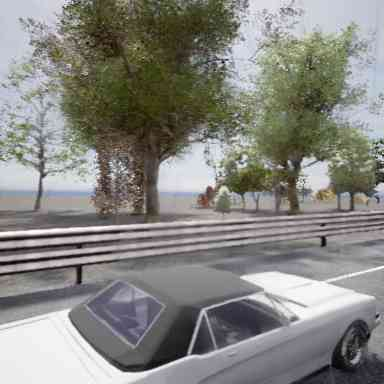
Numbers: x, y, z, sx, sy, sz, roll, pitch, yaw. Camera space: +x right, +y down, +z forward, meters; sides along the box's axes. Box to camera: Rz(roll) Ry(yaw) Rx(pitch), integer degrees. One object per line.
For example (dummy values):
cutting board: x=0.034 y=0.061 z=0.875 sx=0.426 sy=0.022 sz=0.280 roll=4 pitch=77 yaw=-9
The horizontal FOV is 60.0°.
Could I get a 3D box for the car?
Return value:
car: x=0.261 y=1.601 z=3.969 sx=4.718 sy=1.301 sz=1.895 roll=0 pitch=0 yaw=-35
